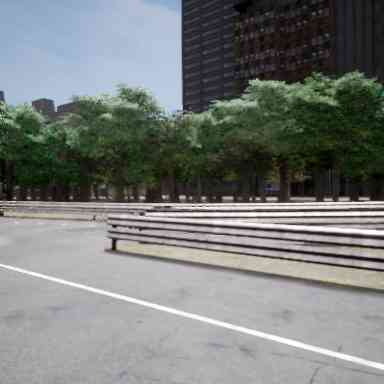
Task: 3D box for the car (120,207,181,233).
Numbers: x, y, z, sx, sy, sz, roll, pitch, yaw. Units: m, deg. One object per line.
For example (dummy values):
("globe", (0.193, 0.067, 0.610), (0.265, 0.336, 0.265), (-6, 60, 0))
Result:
("car", (-1.994, 1.539, 19.237), (4.181, 1.385, 1.994), (0, 0, 14))
